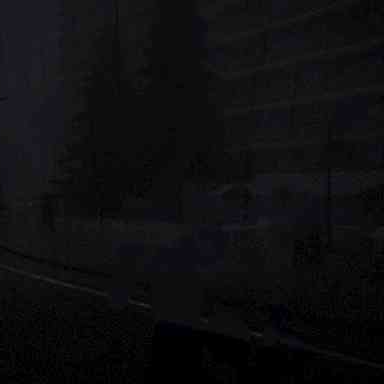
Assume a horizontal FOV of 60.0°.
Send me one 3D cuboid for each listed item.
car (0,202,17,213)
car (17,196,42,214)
[{"bbox_3d":[-22.180,1.794,37.472,1.812,1.442,4.674,0,0,2],"label":"car"},{"bbox_3d":[-18.572,1.481,39.625,2.150,2.045,5.566,0,0,5],"label":"car"}]
